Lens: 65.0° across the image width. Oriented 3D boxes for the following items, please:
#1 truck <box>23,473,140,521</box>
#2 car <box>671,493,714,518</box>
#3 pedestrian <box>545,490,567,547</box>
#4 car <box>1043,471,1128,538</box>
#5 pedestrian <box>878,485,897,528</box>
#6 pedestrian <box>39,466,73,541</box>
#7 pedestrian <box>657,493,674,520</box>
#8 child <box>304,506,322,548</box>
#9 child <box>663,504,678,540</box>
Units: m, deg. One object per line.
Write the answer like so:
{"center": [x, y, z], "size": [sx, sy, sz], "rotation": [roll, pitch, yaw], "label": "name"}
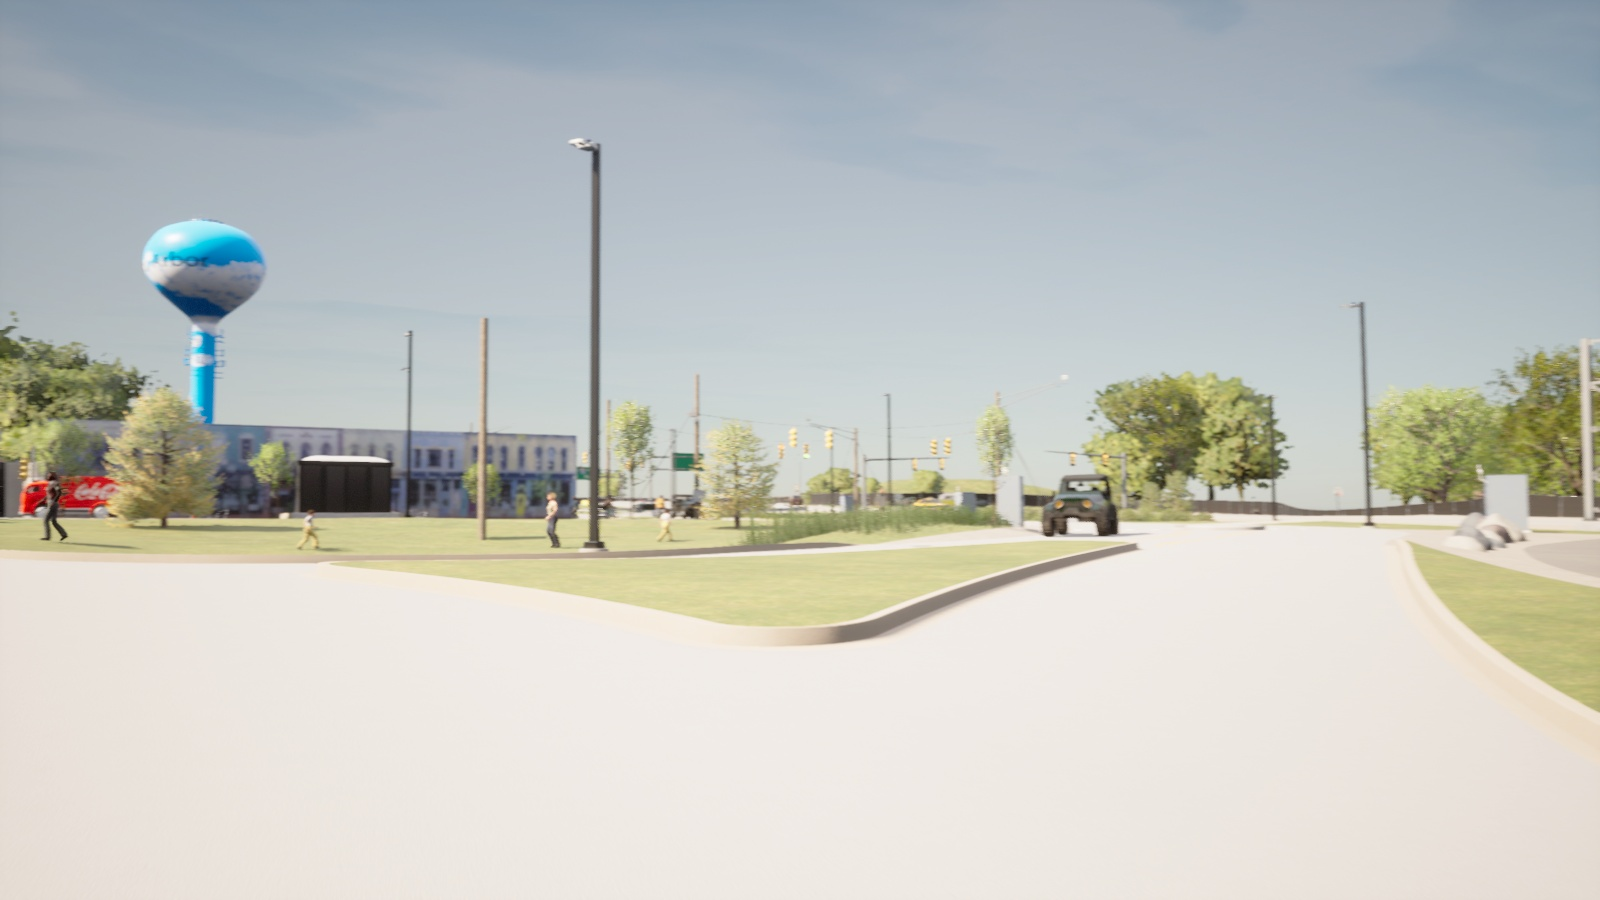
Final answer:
{"center": [-38.442, 2.567, 67.402], "size": [5.204, 2.467, 2.627], "rotation": [2, -4, -26], "label": "truck"}
{"center": [-8.203, 4.213, 95.505], "size": [1.905, 1.878, 3.866], "rotation": [2, -3, -27], "label": "car"}
{"center": [-7.905, 2.231, 40.720], "size": [0.594, 1.836, 0.345], "rotation": [2, -4, -31], "label": "pedestrian"}
{"center": [8.656, 1.643, 37.870], "size": [1.905, 1.878, 3.866], "rotation": [-2, -3, 21], "label": "car"}
{"center": [3.780, 2.448, 54.203], "size": [0.540, 1.848, 0.694], "rotation": [1, -4, -23], "label": "pedestrian"}
{"center": [-19.455, 1.406, 32.838], "size": [0.666, 1.930, 0.402], "rotation": [2, -4, -35], "label": "pedestrian"}
{"center": [-9.226, 3.868, 86.310], "size": [0.874, 1.855, 0.900], "rotation": [2, -4, -28], "label": "pedestrian"}
{"center": [-14.713, 2.315, 37.957], "size": [0.437, 1.263, 0.270], "rotation": [2, -4, -32], "label": "child"}
{"center": [-4.570, 2.549, 44.207], "size": [0.437, 1.263, 0.270], "rotation": [2, -4, -31], "label": "child"}
